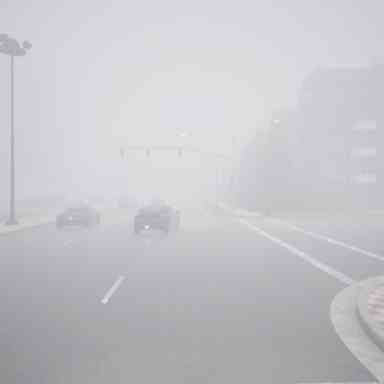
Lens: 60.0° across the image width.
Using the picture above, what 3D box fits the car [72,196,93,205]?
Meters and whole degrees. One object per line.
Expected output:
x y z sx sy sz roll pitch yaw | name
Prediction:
-19.889 1.508 60.634 2.033 1.411 5.357 0 0 0 | car

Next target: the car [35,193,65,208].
-19.886 1.191 47.893 2.150 2.045 5.566 0 0 0 | car

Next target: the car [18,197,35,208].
-23.379 1.446 48.323 1.882 1.535 5.008 0 0 0 | car

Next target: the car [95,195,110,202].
-19.893 1.359 74.142 1.882 1.535 5.008 0 0 0 | car

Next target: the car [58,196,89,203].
-16.385 1.571 46.280 1.895 1.301 4.718 0 0 0 | car

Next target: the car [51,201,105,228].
-7.451 1.549 22.201 1.994 1.385 4.181 0 0 -2 | car

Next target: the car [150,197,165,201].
-4.699 1.448 45.210 1.882 1.535 5.008 0 0 -1 | car

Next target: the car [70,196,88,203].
-23.388 1.493 69.185 2.033 1.411 5.357 0 0 0 | car

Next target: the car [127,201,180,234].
-1.921 1.492 19.156 1.837 1.490 4.892 0 0 8 | car

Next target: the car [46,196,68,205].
-23.407 1.467 57.936 1.837 1.490 4.892 0 0 0 | car

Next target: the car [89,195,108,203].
-16.417 1.467 57.239 1.837 1.490 4.892 0 0 1 | car

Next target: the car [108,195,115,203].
-16.388 1.478 69.211 2.128 1.511 4.902 0 0 0 | car

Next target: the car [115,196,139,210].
-8.169 1.324 43.332 2.097 1.767 4.553 0 0 -1 | car
